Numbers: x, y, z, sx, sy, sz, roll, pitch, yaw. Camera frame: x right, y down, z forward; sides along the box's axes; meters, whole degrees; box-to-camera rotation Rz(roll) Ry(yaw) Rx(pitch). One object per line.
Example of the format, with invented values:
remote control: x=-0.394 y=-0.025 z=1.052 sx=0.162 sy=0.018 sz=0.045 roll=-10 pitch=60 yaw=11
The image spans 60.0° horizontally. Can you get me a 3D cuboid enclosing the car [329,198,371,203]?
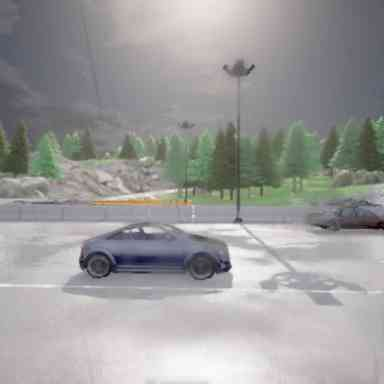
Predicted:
car: x=18.062 y=1.609 z=36.667 sx=5.357 sy=1.411 sz=2.033 roll=0 pitch=0 yaw=3

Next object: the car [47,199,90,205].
car: x=-13.892 y=1.495 z=38.306 sx=4.181 sy=1.385 sz=1.994 roll=0 pitch=0 yaw=3

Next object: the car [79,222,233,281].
car: x=-0.958 y=1.556 z=9.398 sx=4.181 sy=1.385 sz=1.994 roll=0 pitch=0 yaw=2

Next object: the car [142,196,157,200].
car: x=-8.125 y=1.512 z=61.694 sx=1.994 sy=1.385 sz=4.181 roll=0 pitch=0 yaw=-37

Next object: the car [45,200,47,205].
car: x=-17.817 y=1.515 z=42.012 sx=4.718 sy=1.301 sz=1.895 roll=0 pitch=0 yaw=3

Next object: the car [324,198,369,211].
car: x=19.374 y=1.570 z=41.953 sx=4.892 sy=1.490 sz=1.837 roll=0 pitch=1 yaw=17

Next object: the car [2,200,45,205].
car: x=-16.640 y=1.486 z=31.438 sx=4.181 sy=1.385 sz=1.994 roll=0 pitch=0 yaw=3

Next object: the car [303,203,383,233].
car: x=9.365 y=1.579 z=19.391 sx=5.357 sy=1.411 sz=2.033 roll=0 pitch=0 yaw=3
